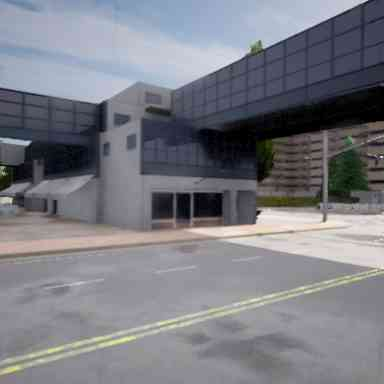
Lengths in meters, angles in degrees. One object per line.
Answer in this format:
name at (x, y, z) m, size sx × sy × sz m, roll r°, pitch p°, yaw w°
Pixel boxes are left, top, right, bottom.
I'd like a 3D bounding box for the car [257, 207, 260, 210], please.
car at (6.567, 1.973, 42.015) m, size 1.994 × 1.385 × 4.181 m, roll 1°, pitch 0°, yaw -36°
